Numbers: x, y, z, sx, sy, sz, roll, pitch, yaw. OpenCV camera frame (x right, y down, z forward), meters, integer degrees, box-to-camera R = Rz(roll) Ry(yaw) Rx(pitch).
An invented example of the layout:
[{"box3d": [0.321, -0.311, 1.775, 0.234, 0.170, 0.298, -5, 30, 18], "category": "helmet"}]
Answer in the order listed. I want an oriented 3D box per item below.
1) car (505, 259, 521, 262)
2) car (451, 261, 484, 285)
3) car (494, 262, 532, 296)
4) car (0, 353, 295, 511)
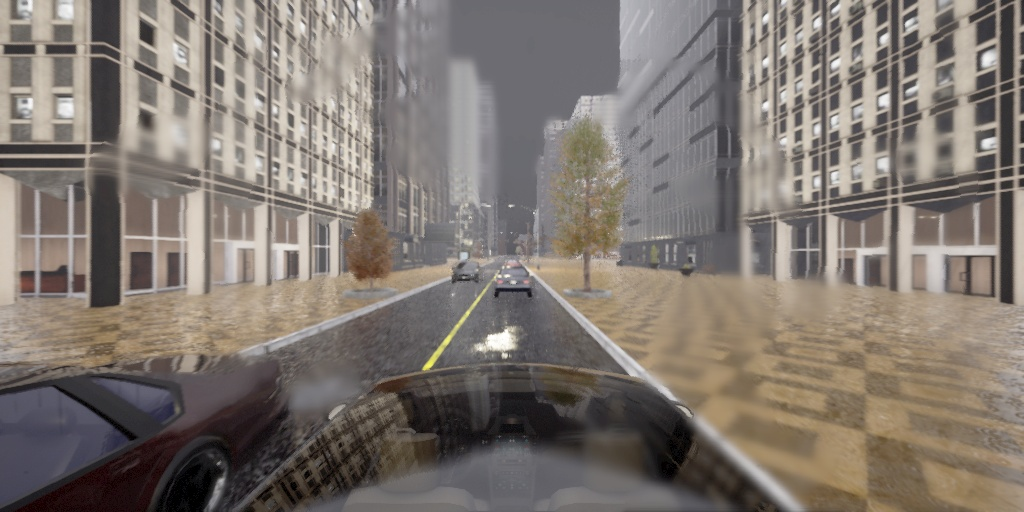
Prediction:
[{"box3d": [0.101, 1.093, 44.378, 1.994, 1.385, 4.181, 0, 0, 0], "category": "car"}, {"box3d": [-3.042, 1.135, 25.221, 1.837, 1.490, 4.892, 0, 0, 1], "category": "car"}, {"box3d": [0.068, 1.212, 18.515, 2.033, 1.411, 5.357, 0, 0, 0], "category": "car"}, {"box3d": [-3.091, 1.300, 1.189, 2.033, 1.411, 5.357, 0, 0, 0], "category": "car"}]
